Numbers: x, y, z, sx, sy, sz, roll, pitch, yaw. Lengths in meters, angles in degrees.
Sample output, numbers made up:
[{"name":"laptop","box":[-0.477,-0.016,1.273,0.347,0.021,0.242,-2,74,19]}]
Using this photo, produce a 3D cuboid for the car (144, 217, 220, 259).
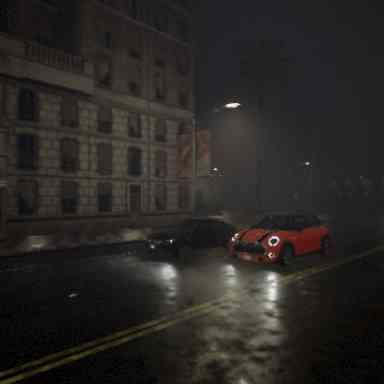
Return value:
[{"name":"car","box":[0.149,1.847,14.332,4.674,1.442,1.812,1,-2,-45]}]

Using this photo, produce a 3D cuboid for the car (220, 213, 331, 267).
[{"name":"car","box":[3.436,1.624,12.663,4.553,1.767,2.097,1,-2,-44]}]
